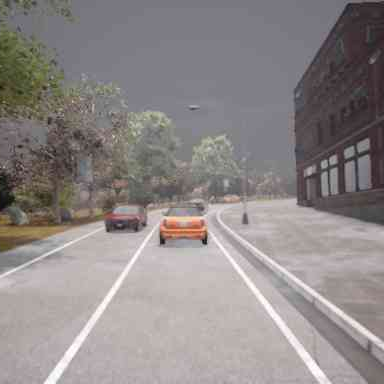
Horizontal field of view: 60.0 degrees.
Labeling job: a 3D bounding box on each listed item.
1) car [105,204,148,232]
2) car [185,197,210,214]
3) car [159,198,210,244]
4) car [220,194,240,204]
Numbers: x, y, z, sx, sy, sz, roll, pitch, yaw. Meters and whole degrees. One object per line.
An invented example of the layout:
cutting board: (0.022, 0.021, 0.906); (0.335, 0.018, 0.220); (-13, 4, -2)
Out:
car: (-3.845, 1.479, 20.132); (1.882, 1.535, 5.008); (0, 0, 0)
car: (0.675, 1.394, 35.140); (1.882, 1.535, 5.008); (-1, 0, 10)
car: (-0.401, 1.358, 16.017); (2.097, 1.767, 4.553); (0, 0, -2)
car: (6.713, 1.212, 59.389); (2.097, 1.767, 4.553); (-4, -1, 33)
